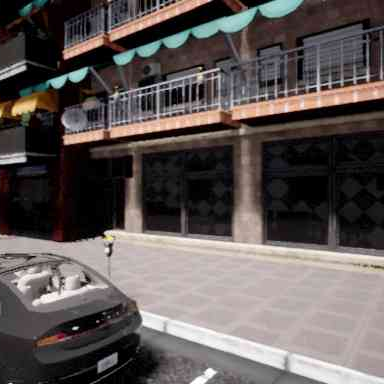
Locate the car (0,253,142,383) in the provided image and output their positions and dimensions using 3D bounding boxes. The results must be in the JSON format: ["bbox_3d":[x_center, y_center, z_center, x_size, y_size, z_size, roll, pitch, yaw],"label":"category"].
[{"bbox_3d":[-2.666,1.568,4.774,4.403,1.369,2.008,0,0,35],"label":"car"}]
